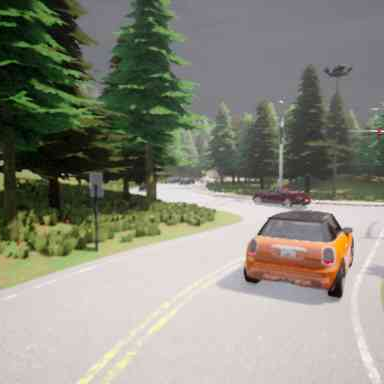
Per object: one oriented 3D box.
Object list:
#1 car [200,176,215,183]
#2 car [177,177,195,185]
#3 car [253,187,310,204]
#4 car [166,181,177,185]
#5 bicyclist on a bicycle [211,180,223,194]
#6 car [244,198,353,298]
[{"bbox_3d":[3.531,-2.676,71.604,1.812,1.442,4.674,3,5,39],"label":"car"},{"bbox_3d":[-0.777,-2.040,62.332,1.812,1.442,4.674,1,4,16],"label":"car"},{"bbox_3d":[7.283,0.351,27.492,1.882,1.535,5.008,-2,4,-37],"label":"car"},{"bbox_3d":[-3.831,-2.266,65.427,1.837,1.490,4.892,1,4,20],"label":"car"},{"bbox_3d":[2.894,-0.617,38.692,1.656,1.620,0.582,-2,4,-24],"label":"bicyclist on a bicycle"},{"bbox_3d":[3.040,1.272,8.849,2.097,1.767,4.553,2,2,29],"label":"car"}]
